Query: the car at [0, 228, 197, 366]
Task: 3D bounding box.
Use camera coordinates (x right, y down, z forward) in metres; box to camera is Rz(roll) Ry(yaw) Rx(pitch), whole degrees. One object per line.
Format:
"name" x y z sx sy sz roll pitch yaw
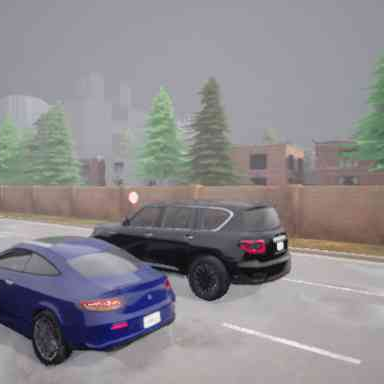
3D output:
"car" -2.390 1.494 5.737 4.674 1.442 1.812 1 0 36

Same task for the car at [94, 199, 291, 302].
"car" -0.322 1.204 8.533 5.566 2.045 2.150 0 0 36
